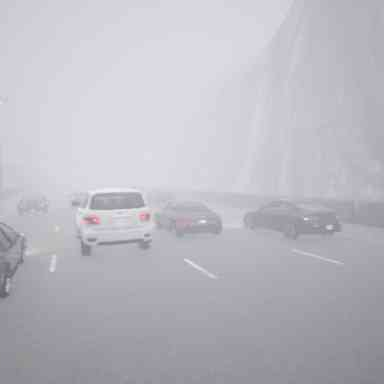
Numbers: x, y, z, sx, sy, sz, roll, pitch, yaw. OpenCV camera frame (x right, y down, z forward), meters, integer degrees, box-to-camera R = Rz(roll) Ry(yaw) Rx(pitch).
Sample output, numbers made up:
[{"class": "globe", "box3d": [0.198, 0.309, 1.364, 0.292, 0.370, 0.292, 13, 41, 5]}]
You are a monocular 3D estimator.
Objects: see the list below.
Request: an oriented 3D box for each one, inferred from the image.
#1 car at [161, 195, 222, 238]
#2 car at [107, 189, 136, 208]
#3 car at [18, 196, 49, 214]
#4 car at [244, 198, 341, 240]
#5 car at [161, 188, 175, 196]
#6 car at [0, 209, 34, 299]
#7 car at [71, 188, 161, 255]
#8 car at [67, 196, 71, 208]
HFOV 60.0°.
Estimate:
[{"class": "car", "box3d": [-0.328, 1.069, 14.796, 1.994, 1.385, 4.181, -2, 2, -21]}, {"class": "car", "box3d": [-6.534, 0.549, 30.568, 1.812, 1.442, 4.674, -2, 3, -21]}, {"class": "car", "box3d": [-12.046, 0.935, 25.474, 1.895, 1.301, 4.718, -2, 2, -21]}, {"class": "car", "box3d": [3.899, 0.983, 13.602, 1.812, 1.442, 4.674, -2, 2, -21]}, {"class": "car", "box3d": [-2.935, 0.444, 30.972, 1.837, 1.490, 4.892, -2, 3, -21]}, {"class": "car", "box3d": [-5.001, 1.400, 7.561, 2.033, 1.411, 5.357, -2, 2, -21]}, {"class": "car", "box3d": [-3.043, 0.877, 12.111, 2.150, 2.045, 5.566, -2, 2, -21]}, {"class": "car", "box3d": [-9.452, 0.671, 28.427, 1.837, 1.490, 4.892, -2, 3, -21]}]
